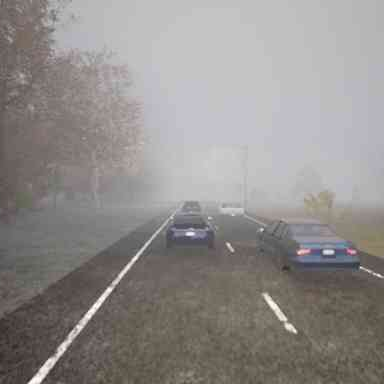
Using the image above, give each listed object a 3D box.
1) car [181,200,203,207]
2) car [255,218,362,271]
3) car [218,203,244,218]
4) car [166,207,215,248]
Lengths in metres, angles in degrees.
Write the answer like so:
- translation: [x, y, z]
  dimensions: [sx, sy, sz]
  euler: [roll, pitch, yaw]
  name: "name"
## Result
- translation: [-0.009, 1.537, 31.766]
  dimensions: [1.837, 1.490, 4.892]
  euler: [0, 0, 0]
  name: "car"
- translation: [3.441, 1.571, 10.926]
  dimensions: [2.033, 1.411, 5.357]
  euler: [0, 0, 0]
  name: "car"
- translation: [3.479, 1.644, 30.311]
  dimensions: [1.895, 1.301, 4.718]
  euler: [0, 0, 0]
  name: "car"
- translation: [-0.068, 1.579, 14.773]
  dimensions: [1.994, 1.385, 4.181]
  euler: [0, 0, 0]
  name: "car"
